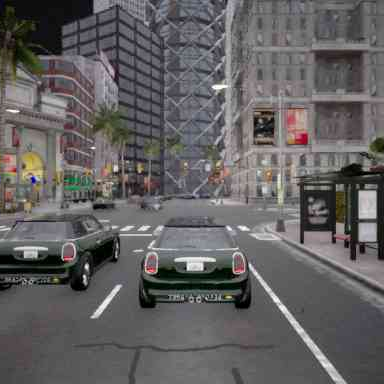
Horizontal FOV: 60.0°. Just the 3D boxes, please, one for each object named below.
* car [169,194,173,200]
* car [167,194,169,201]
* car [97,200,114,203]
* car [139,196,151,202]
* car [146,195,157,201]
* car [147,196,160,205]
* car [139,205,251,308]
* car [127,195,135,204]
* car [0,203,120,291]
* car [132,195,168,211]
[{"bbox_3d":[-6.708,1.478,86.141,1.882,1.535,5.008,0,0,3],"label":"car"},{"bbox_3d":[-6.940,1.540,74.426,2.033,1.411,5.357,0,0,0],"label":"car"},{"bbox_3d":[-10.568,1.601,40.216,1.895,1.301,4.718,0,0,0],"label":"car"},{"bbox_3d":[-10.441,1.595,74.021,1.895,1.301,4.718,0,0,0],"label":"car"},{"bbox_3d":[-10.333,1.552,84.853,1.994,1.385,4.181,0,0,3],"label":"car"},{"bbox_3d":[-7.012,1.525,60.942,1.812,1.442,4.674,0,0,0],"label":"car"},{"bbox_3d":[0.070,1.352,8.063,2.097,1.767,4.553,0,0,0],"label":"car"},{"bbox_3d":[-10.515,1.352,60.925,2.097,1.767,4.553,0,0,0],"label":"car"},{"bbox_3d":[-3.422,1.352,9.208,2.097,1.767,4.553,0,0,0],"label":"car"},{"bbox_3d":[-4.984,1.491,39.157,2.128,1.511,4.902,0,0,-26],"label":"car"}]
